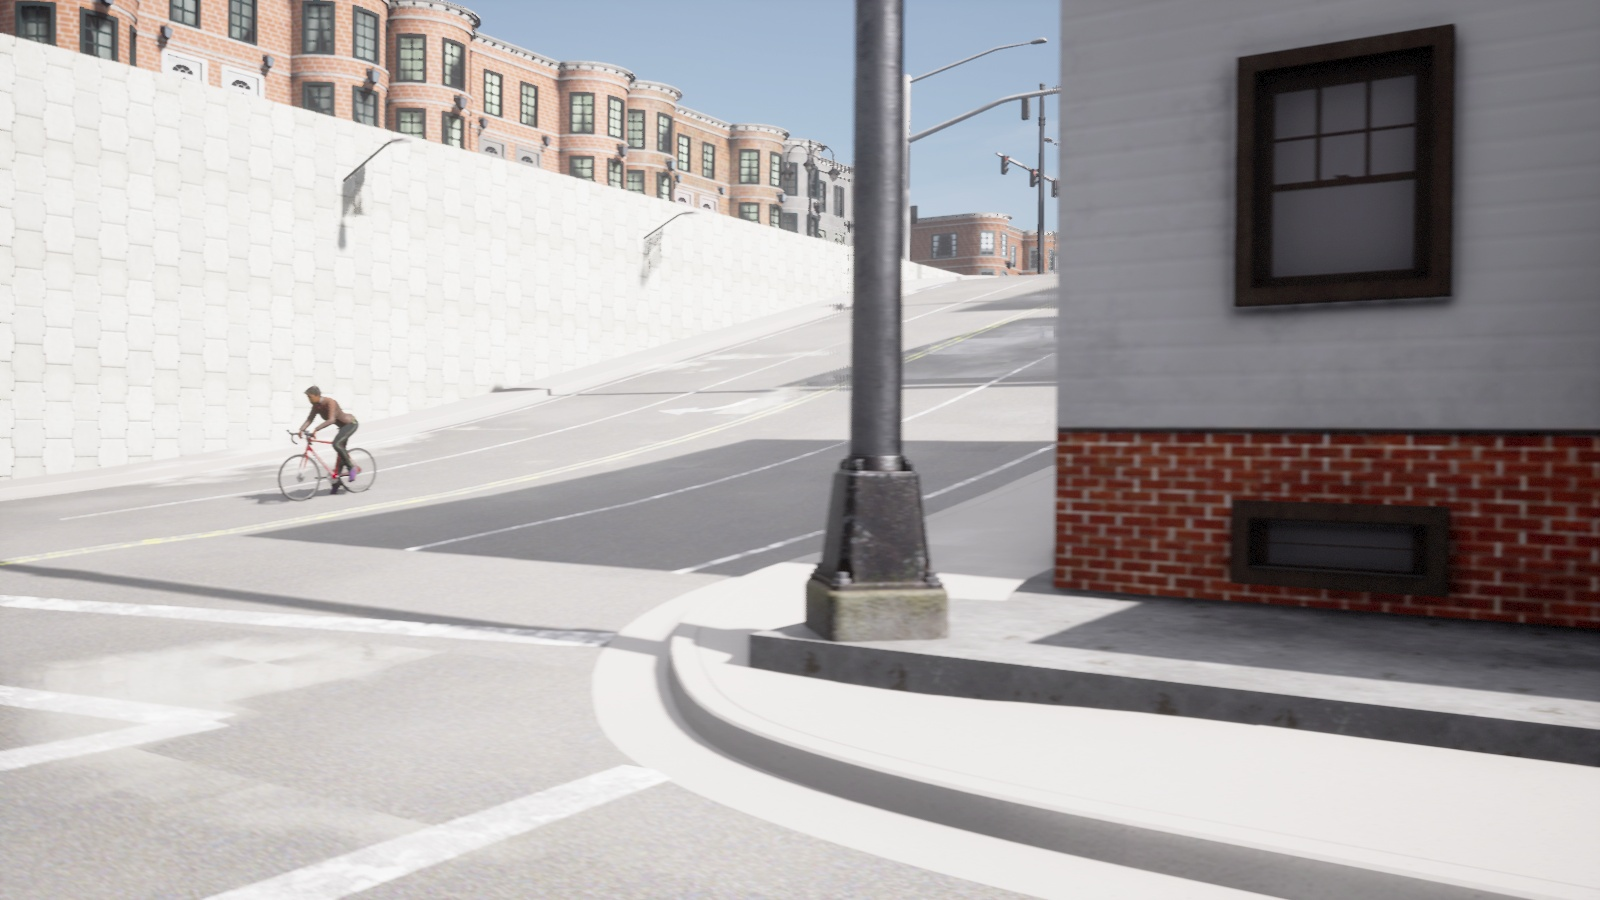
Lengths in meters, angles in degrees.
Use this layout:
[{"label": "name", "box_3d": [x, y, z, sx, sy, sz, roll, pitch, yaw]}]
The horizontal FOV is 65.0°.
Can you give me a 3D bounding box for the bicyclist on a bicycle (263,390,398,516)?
[{"label": "bicyclist on a bicycle", "box_3d": [-6.740, 0.010, 18.103, 0.582, 1.620, 1.656, 0, 6, 34]}]
